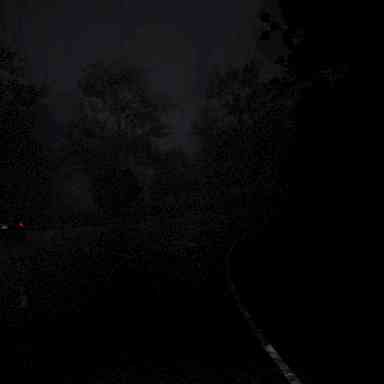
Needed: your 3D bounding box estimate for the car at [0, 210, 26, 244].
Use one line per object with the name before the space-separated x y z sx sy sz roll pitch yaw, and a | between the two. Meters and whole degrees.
car | -10.268 1.694 16.334 4.553 1.767 2.097 -2 0 34
